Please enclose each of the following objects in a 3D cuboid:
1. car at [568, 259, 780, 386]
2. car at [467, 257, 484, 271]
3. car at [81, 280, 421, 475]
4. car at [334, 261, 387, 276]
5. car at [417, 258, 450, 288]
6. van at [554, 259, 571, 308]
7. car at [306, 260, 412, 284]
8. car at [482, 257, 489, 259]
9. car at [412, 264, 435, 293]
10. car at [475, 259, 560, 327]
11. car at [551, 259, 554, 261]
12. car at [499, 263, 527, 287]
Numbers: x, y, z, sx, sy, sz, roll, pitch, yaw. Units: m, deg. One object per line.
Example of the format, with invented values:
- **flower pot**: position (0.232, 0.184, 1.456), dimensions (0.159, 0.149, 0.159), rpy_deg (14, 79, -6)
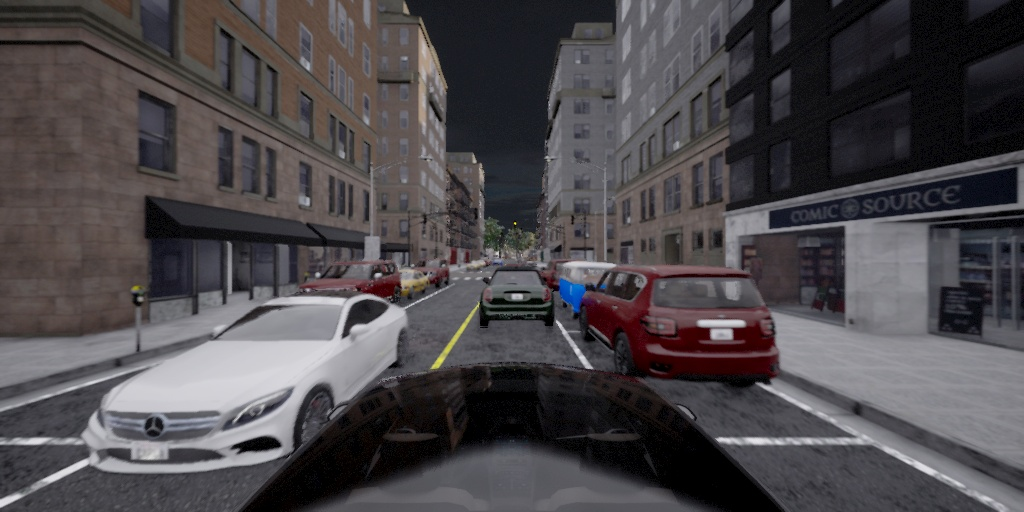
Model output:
- **car**: position (2.637, 1.068, 6.900), dimensions (2.192, 1.841, 5.009), rpy_deg (0, 0, 0)
- **car**: position (-5.422, 1.300, 50.775), dimensions (1.751, 1.417, 4.829), rpy_deg (0, 0, 0)
- **car**: position (-2.849, 1.278, 5.150), dimensions (1.812, 1.442, 4.674), rpy_deg (0, 0, 0)
- **car**: position (-16.401, 1.315, 38.963), dimensions (5.008, 1.535, 1.882), rpy_deg (0, 0, 1)
- **car**: position (-5.404, 1.076, 23.937), dimensions (2.192, 1.841, 5.009), rpy_deg (0, 0, 0)
- **van**: position (2.636, 1.097, 12.580), dimensions (1.690, 1.789, 3.998), rpy_deg (0, 0, 0)
- **car**: position (-5.400, 1.071, 12.581), dimensions (2.192, 1.841, 5.009), rpy_deg (0, 0, 0)
- **car**: position (-5.419, 1.306, 61.738), dimensions (1.751, 1.417, 4.829), rpy_deg (0, 0, 0)
- **car**: position (-5.402, 1.284, 18.088), dimensions (1.751, 1.417, 4.829), rpy_deg (0, 0, 0)
- **car**: position (0.098, 1.108, 11.690), dimensions (2.097, 1.767, 4.553), rpy_deg (0, 0, -1)
- **car**: position (2.635, 1.074, 18.258), dimensions (2.192, 1.841, 5.009), rpy_deg (0, 0, 0)
- **car**: position (0.145, 1.289, 25.605), dimensions (1.812, 1.442, 4.674), rpy_deg (0, 0, 1)
